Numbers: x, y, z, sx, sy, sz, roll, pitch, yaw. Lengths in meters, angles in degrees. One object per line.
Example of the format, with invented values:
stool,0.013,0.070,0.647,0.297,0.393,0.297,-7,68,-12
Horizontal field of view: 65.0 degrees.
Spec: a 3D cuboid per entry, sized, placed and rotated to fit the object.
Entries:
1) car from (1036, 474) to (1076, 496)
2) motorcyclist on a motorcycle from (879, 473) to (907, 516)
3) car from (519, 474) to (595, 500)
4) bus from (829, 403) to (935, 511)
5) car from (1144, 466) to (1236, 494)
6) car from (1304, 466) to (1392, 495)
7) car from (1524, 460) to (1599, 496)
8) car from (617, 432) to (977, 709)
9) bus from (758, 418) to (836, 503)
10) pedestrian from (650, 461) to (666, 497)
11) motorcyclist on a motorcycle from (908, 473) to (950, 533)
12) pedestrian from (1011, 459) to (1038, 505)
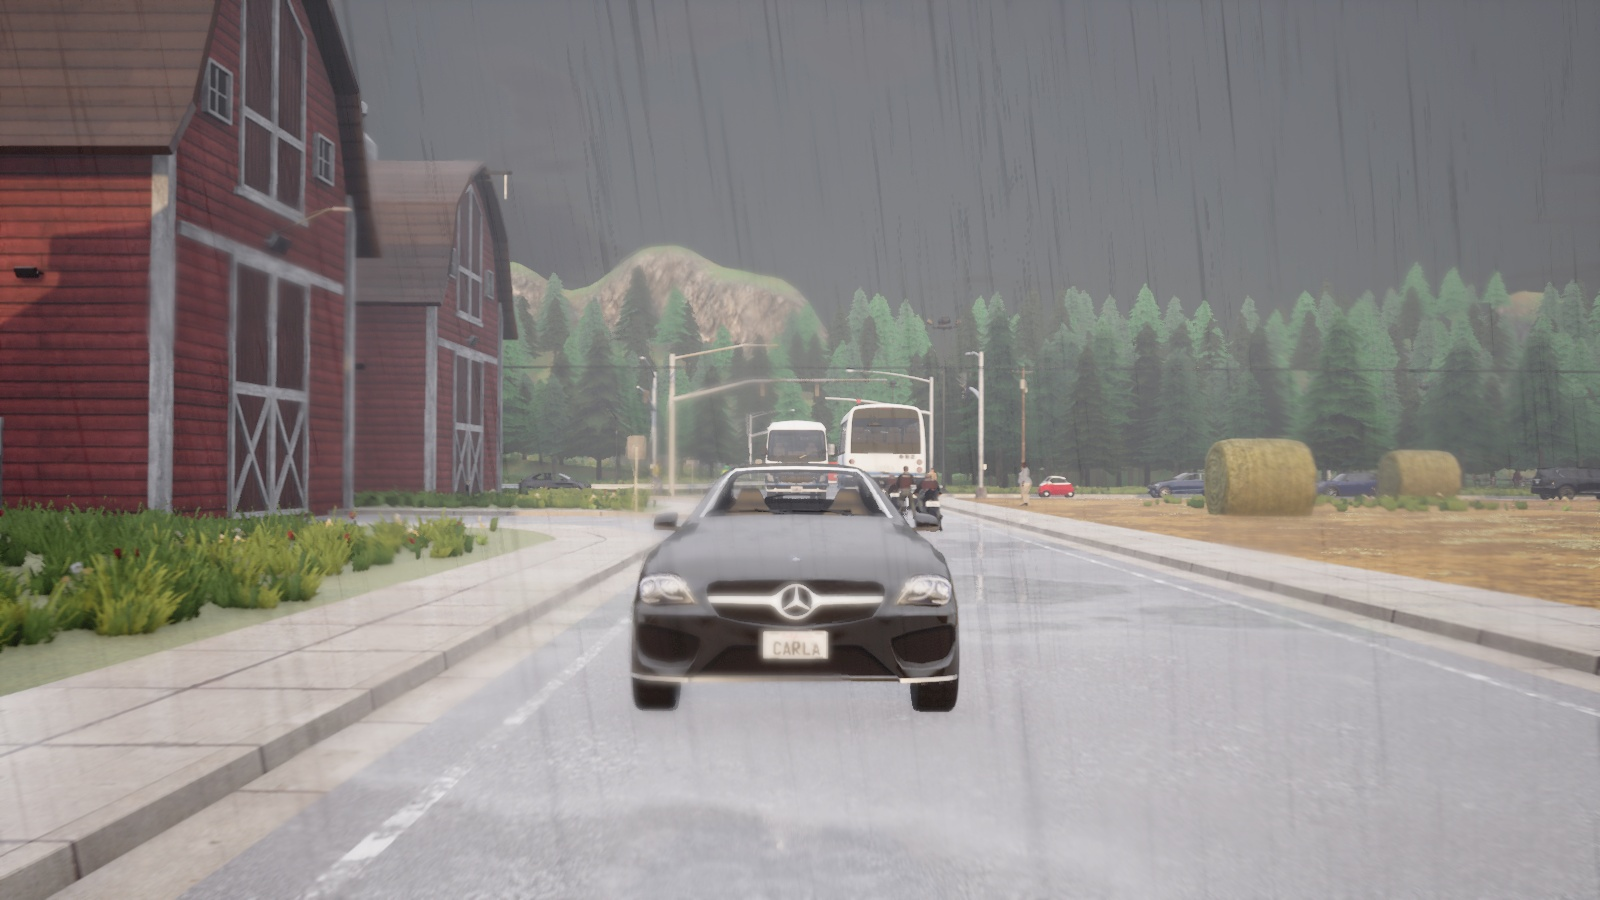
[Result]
car,15.893,2.169,78.130,2.207,1.376,1.481,0,-1,1
motorcyclist on a motorcycle,3.388,1.621,45.898,0.866,1.530,2.191,0,-1,0
car,-14.515,2.198,75.105,4.193,1.474,1.816,0,-1,1
bus,3.362,0.361,54.934,3.944,4.253,10.273,0,-1,0
car,24.167,1.857,78.005,5.027,1.651,2.152,0,-1,1
car,33.927,1.896,77.851,4.553,1.767,2.097,0,-1,1
car,46.201,1.644,74.164,5.566,2.045,2.150,0,-1,1
car,-0.026,0.766,10.057,2.152,1.651,5.027,0,-1,0
bus,-0.172,0.613,68.505,3.944,4.253,10.273,0,-1,0
pedestrian,-7.329,1.492,64.829,0.706,1.836,0.354,0,-1,-23
motorcyclist on a motorcycle,3.421,1.391,33.463,0.866,1.530,2.191,0,-1,0
pedestrian,9.365,1.328,52.293,0.900,1.855,0.874,-1,-1,26
